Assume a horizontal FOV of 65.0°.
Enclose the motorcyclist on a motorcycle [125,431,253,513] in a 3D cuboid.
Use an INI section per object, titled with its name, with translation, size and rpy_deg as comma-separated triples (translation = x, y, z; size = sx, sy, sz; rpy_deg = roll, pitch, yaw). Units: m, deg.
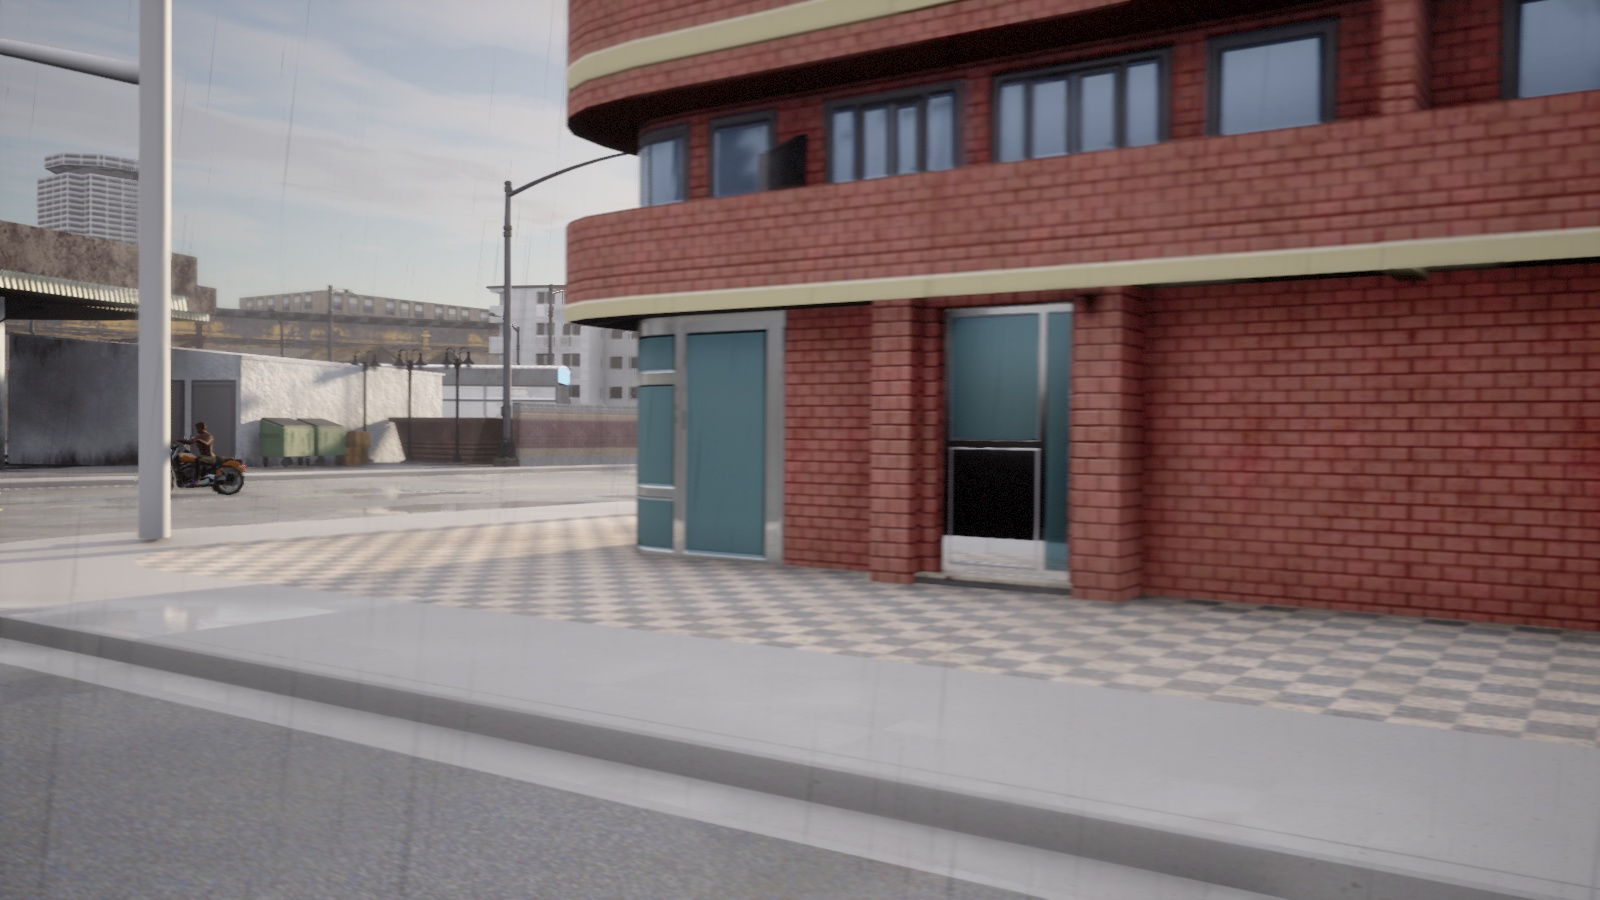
[motorcyclist on a motorcycle]
translation = -12.924, 0.436, 26.648
size = 0.766, 1.649, 2.350
rpy_deg = 0, 1, 33
